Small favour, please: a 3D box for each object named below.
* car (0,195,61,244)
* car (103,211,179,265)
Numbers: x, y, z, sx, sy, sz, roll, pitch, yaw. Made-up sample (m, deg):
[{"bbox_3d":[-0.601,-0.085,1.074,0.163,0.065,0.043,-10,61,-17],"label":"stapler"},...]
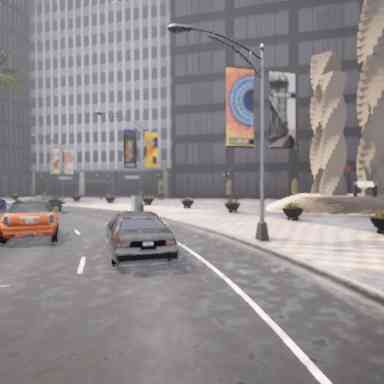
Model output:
[{"bbox_3d":[-7.114,1.110,14.853,2.097,1.767,4.553,-1,1,-22],"label":"car"},{"bbox_3d":[-1.862,1.352,11.026,2.033,1.411,5.357,-1,1,-17],"label":"car"}]
